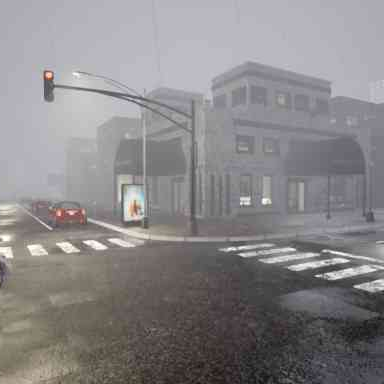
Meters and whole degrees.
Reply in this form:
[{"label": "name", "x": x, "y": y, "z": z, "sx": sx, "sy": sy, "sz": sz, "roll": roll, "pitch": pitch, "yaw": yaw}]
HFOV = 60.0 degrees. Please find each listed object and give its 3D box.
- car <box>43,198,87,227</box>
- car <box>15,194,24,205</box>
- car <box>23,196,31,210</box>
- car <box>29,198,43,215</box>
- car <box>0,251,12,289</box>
[{"label": "car", "x": -8.103, "y": 1.290, "z": 21.382, "sx": 1.967, "sy": 1.590, "sz": 4.097, "roll": -1, "pitch": 1, "yaw": -30}, {"label": "car", "x": -25.388, "y": 1.271, "z": 50.870, "sx": 2.008, "sy": 1.369, "sz": 4.403, "roll": -1, "pitch": 1, "yaw": -30}, {"label": "car", "x": -16.745, "y": 1.333, "z": 36.127, "sx": 2.008, "sy": 1.369, "sz": 4.403, "roll": -1, "pitch": 1, "yaw": -30}, {"label": "car", "x": -13.864, "y": 1.386, "z": 31.213, "sx": 1.802, "sy": 1.307, "sz": 4.206, "roll": -1, "pitch": 1, "yaw": -30}, {"label": "car", "x": -5.364, "y": 1.461, "z": 5.692, "sx": 1.812, "sy": 1.442, "sz": 4.674, "roll": 1, "pitch": 1, "yaw": 14}]
